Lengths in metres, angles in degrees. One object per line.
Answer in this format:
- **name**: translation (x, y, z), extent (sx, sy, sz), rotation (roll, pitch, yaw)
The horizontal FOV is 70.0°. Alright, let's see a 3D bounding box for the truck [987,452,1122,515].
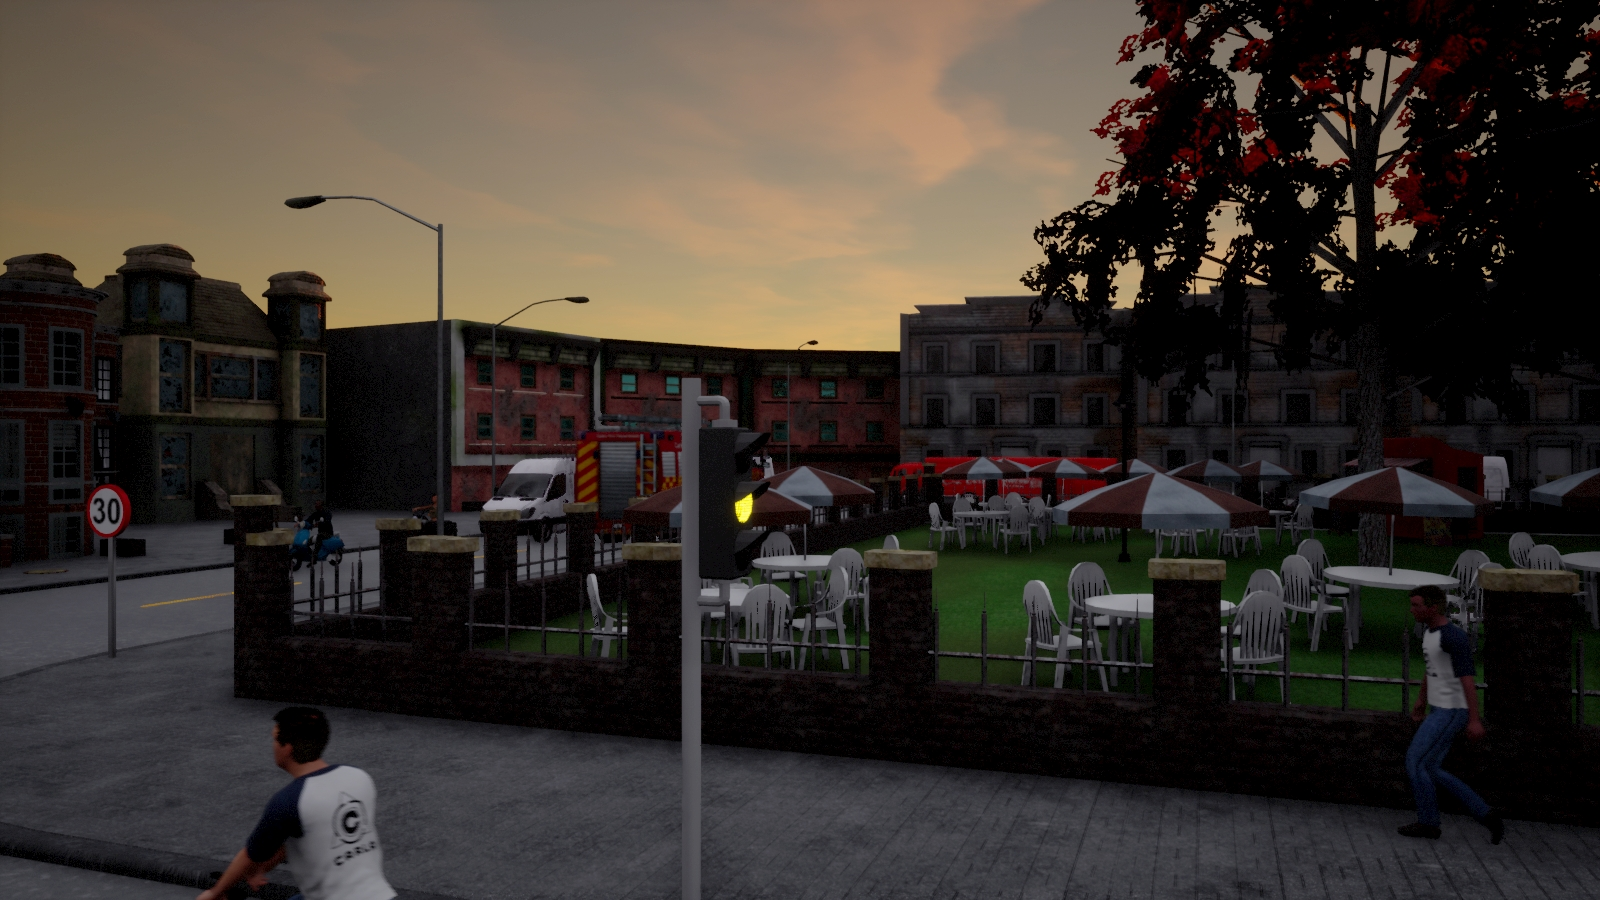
- **truck**: translation (10.743, 1.337, 48.205), extent (5.204, 2.467, 2.627), rotation (1, 0, 20)

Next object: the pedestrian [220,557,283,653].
- **pedestrian**: translation (-6.762, 1.896, 14.098), extent (0.500, 1.100, 0.500), rotation (0, 0, 21)

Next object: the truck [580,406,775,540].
- **truck**: translation (-3.679, 0.670, 37.093), extent (2.891, 3.827, 8.468), rotation (0, 0, 20)

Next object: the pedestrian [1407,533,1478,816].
- **pedestrian**: translation (4.427, 1.518, 7.883), extent (0.375, 1.860, 0.375), rotation (0, 0, 20)

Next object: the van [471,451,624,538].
- **van**: translation (-7.990, 1.314, 36.858), extent (1.988, 2.561, 5.915), rotation (0, 0, 19)

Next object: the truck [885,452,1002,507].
- **truck**: translation (6.742, 1.349, 53.338), extent (5.204, 2.467, 2.627), rotation (0, 0, 12)

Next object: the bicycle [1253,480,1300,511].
- **bicycle**: translation (20.335, 1.940, 48.821), extent (1.835, 1.271, 0.329), rotation (0, 0, 19)
